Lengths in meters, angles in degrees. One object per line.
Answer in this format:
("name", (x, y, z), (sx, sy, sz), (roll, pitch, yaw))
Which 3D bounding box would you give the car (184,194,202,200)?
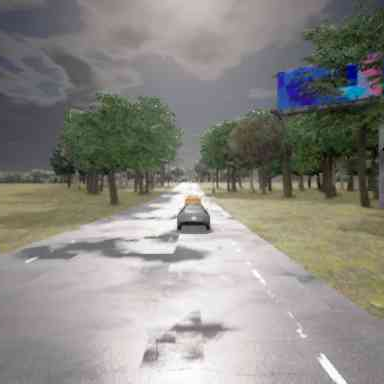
("car", (0.100, 1.009, 38.709), (1.882, 1.535, 5.008), (0, 1, 0))

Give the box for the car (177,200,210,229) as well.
("car", (0.100, 1.425, 20.814), (1.994, 1.385, 4.181), (0, 1, 0))
